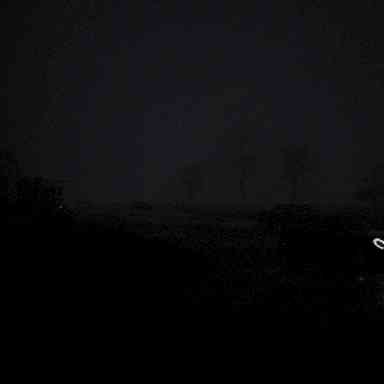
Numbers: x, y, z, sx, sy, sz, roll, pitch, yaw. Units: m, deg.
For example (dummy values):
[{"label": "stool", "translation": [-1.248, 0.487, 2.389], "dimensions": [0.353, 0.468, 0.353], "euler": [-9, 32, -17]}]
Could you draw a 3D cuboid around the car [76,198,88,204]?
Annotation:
[{"label": "car", "translation": [-24.379, 1.904, 73.660], "dimensions": [1.994, 1.385, 4.181], "euler": [0, 0, -32]}]

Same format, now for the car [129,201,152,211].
[{"label": "car", "translation": [-7.109, 1.861, 45.604], "dimensions": [1.994, 1.385, 4.181], "euler": [0, 0, -32]}]

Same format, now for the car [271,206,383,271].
[{"label": "car", "translation": [5.357, 1.568, 11.996], "dimensions": [2.097, 1.767, 4.553], "euler": [0, 0, -32]}]

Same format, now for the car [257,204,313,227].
[{"label": "car", "translation": [6.676, 1.601, 23.211], "dimensions": [2.097, 1.767, 4.553], "euler": [0, 0, -32]}]
